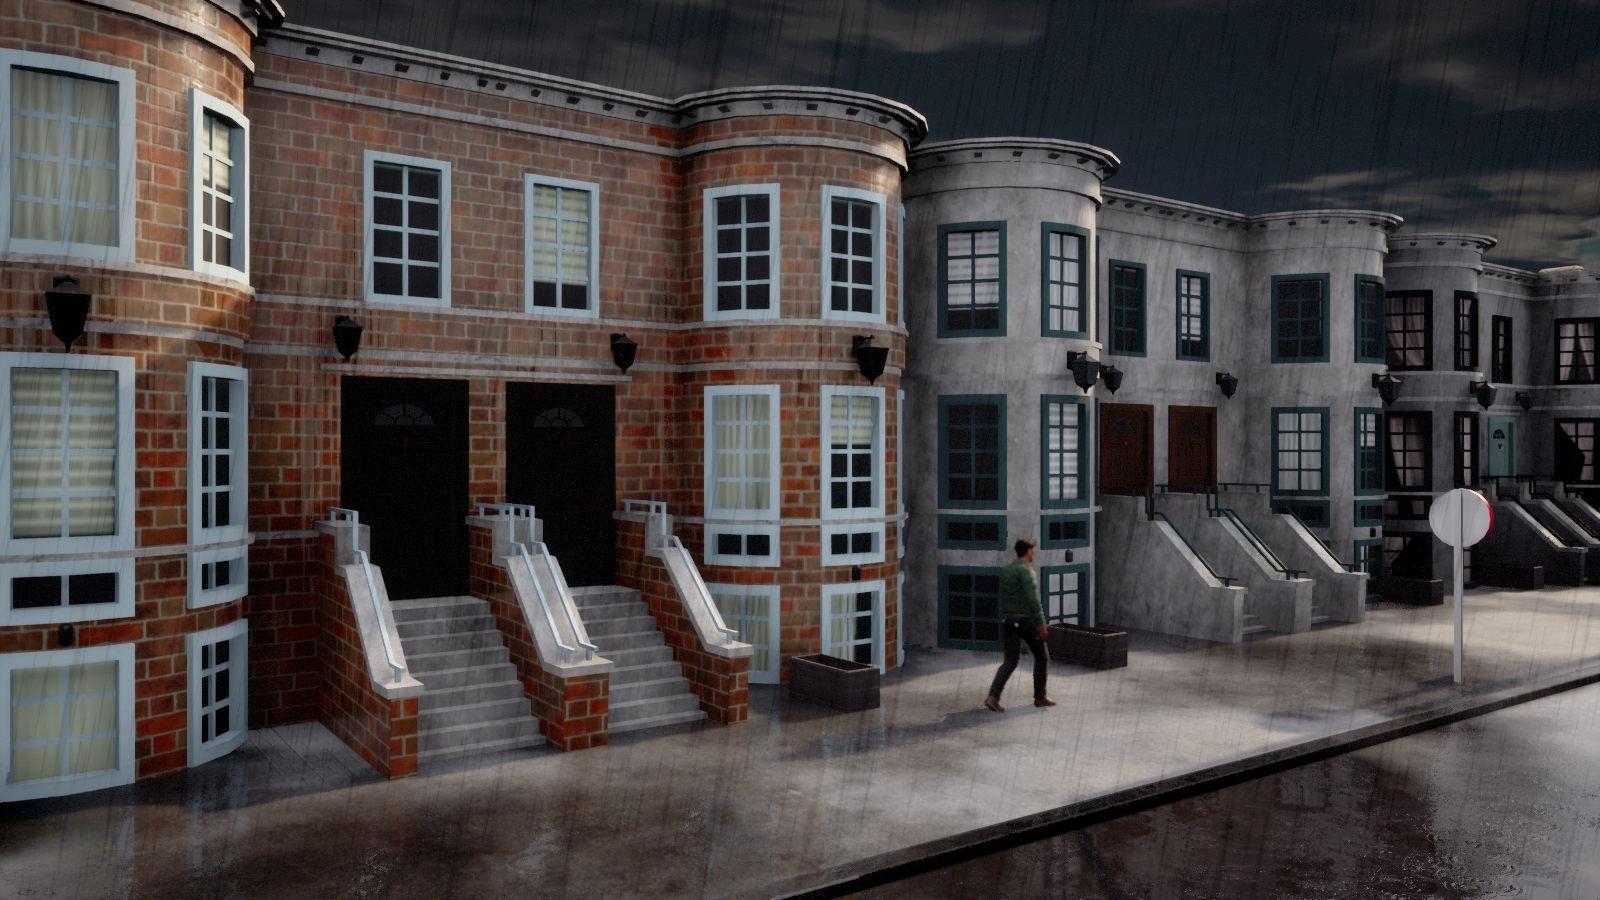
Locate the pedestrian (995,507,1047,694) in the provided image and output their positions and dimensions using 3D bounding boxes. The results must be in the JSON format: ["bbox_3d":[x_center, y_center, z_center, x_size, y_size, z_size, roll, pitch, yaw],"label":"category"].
[{"bbox_3d":[2.270,1.524,11.756,0.375,1.860,0.375,0,0,-27],"label":"pedestrian"}]
